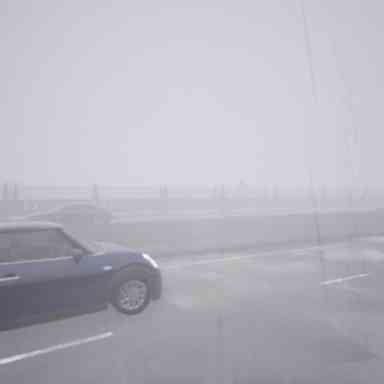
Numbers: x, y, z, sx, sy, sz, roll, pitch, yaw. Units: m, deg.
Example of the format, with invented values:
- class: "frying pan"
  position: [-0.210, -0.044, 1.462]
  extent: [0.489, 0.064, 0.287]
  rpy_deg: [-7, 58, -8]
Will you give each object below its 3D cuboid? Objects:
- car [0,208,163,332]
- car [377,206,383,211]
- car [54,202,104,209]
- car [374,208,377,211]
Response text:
- class: "car"
  position: [-2.778, 1.319, 5.952]
  extent: [4.553, 1.767, 2.097]
  rpy_deg: [0, 0, -35]
- class: "car"
  position: [16.030, 1.534, 23.834]
  extent: [4.718, 1.301, 1.895]
  rpy_deg: [0, 0, -20]
- class: "car"
  position: [-7.252, 1.403, 20.008]
  extent: [4.892, 1.490, 1.837]
  rpy_deg: [0, 0, -32]
- class: "car"
  position: [17.422, 1.483, 28.004]
  extent: [4.181, 1.385, 1.994]
  rpy_deg: [0, 0, -19]
